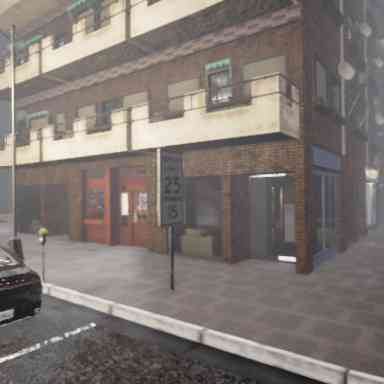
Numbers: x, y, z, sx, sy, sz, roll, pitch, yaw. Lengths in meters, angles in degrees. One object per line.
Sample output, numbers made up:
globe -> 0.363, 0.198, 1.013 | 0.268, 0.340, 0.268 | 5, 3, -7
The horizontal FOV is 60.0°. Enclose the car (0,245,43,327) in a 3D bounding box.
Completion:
car -> -4.485, 1.554, 6.086 | 4.403, 1.369, 2.008 | 0, -1, 36
